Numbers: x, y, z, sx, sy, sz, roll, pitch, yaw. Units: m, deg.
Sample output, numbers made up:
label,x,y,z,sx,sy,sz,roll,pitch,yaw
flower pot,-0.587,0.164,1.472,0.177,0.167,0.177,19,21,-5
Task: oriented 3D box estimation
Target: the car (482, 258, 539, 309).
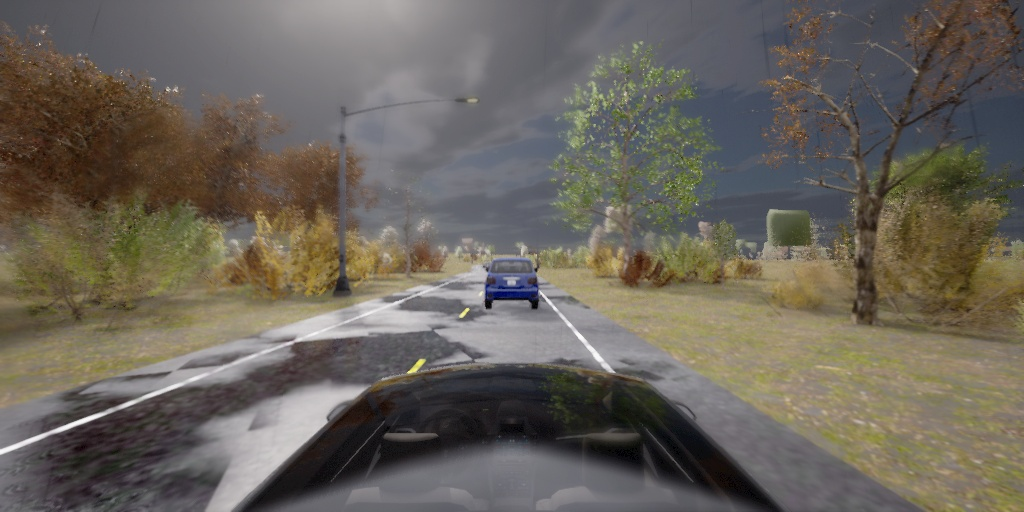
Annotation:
label,x,y,z,sx,sy,sz,roll,pitch,yaw
car,-0.015,1.099,15.883,2.150,2.045,5.566,0,0,0
